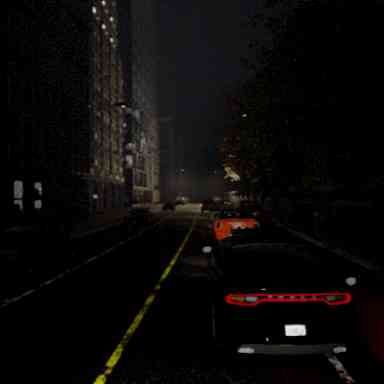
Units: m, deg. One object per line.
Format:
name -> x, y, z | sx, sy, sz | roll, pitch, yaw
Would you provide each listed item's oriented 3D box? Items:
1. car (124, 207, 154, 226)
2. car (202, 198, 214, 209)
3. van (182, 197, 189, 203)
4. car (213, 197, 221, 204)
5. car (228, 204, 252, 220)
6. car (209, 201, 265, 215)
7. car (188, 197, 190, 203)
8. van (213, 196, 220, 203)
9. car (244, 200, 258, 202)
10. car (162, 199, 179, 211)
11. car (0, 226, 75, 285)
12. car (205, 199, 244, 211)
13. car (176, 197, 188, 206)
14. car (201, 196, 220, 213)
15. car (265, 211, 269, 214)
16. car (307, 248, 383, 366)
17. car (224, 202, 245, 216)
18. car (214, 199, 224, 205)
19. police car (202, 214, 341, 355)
car -> -4.208, 1.906, 26.886 | 1.947, 1.339, 4.313 | 0, -1, 2
car -> 2.776, 1.890, 57.778 | 2.097, 1.767, 4.553 | -1, -1, 2
van -> -1.720, 2.247, 93.569 | 1.690, 1.788, 3.998 | 0, 0, 2
car -> 6.581, 2.194, 87.431 | 1.967, 1.590, 4.097 | 0, 0, 2
car -> 4.509, 1.863, 31.872 | 1.802, 1.307, 4.206 | 0, -1, 2
car -> 2.051, 1.512, 16.488 | 2.097, 1.767, 4.553 | -1, -1, 3
car -> -1.927, 2.413, 88.011 | 2.008, 1.369, 4.403 | 0, 0, 2
van -> 6.788, 2.139, 92.987 | 1.690, 1.788, 3.998 | 0, 0, 2
car -> 4.300, 1.547, 26.318 | 2.192, 1.841, 5.009 | 0, -1, 2
car -> -3.378, 2.116, 49.117 | 1.802, 1.307, 4.206 | 0, -1, 2
car -> -5.077, 1.746, 10.162 | 1.947, 1.339, 4.313 | 0, -1, 4
car -> 2.220, 1.572, 22.539 | 2.097, 1.767, 4.553 | -1, -1, 5
car -> -2.550, 2.039, 71.343 | 2.192, 1.841, 5.009 | 0, -1, 2
car -> 2.303, 1.776, 44.638 | 2.097, 1.767, 4.553 | -1, -1, 3
car -> 4.068, 1.762, 20.754 | 1.802, 1.307, 4.206 | 0, -1, 2
car -> 3.080, 1.557, 4.126 | 1.887, 1.381, 4.507 | 0, -1, 4
car -> 4.716, 1.880, 37.427 | 2.008, 1.369, 4.403 | 0, -1, 2
car -> 6.167, 2.214, 76.318 | 2.008, 1.369, 4.403 | 0, 0, 2
police car -> 1.267, 1.488, 6.591 | 1.930, 1.638, 5.238 | -1, -1, 1
